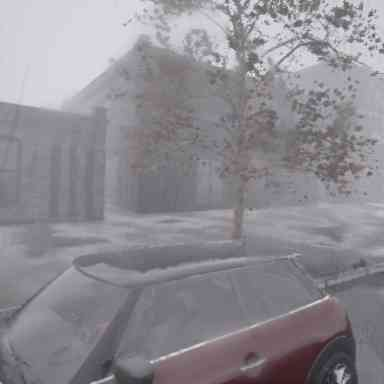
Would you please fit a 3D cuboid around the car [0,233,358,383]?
[{"bbox_3d":[-0.554,1.353,2.982,4.553,1.767,2.097,0,0,-35],"label":"car"}]
